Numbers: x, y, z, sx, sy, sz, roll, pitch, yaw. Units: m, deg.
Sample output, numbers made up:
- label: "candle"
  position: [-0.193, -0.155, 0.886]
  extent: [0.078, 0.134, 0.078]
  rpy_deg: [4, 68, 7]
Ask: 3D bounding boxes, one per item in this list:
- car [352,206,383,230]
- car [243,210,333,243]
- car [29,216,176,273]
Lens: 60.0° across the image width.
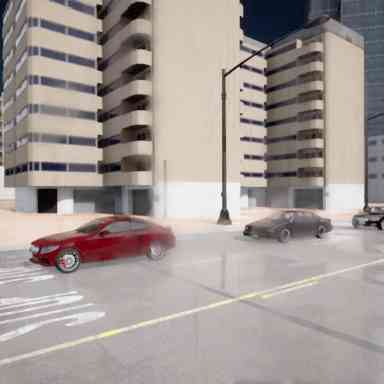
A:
- label: "car"
  position: [12.770, 1.725, 22.670]
  extent: [4.902, 1.511, 2.128]
  rpy_deg: [1, -1, -38]
- label: "car"
  position: [4.972, 1.636, 16.681]
  extent: [5.357, 1.411, 2.033]
  rpy_deg: [1, -1, -38]
- label: "car"
  position: [-2.687, 1.529, 10.779]
  extent: [4.674, 1.442, 1.812]
  rpy_deg: [0, 0, -38]
